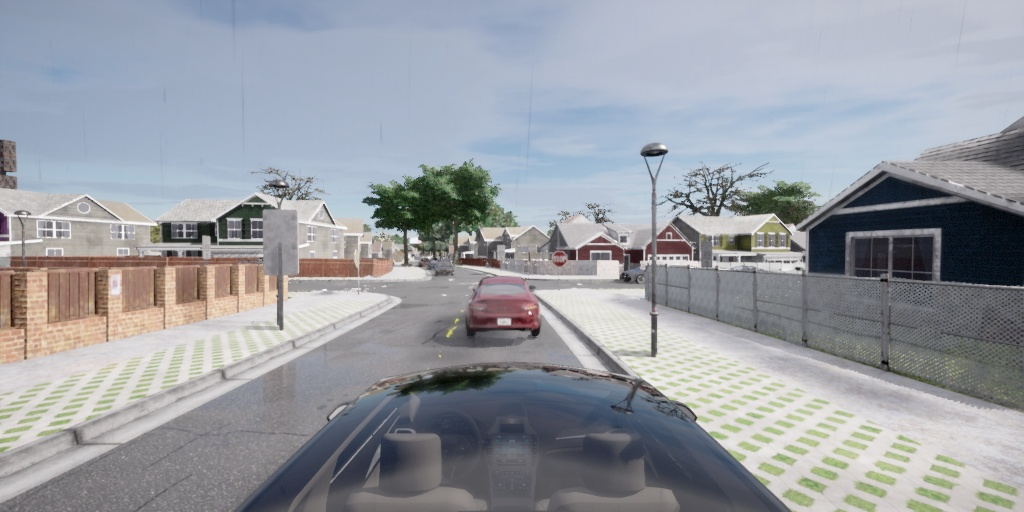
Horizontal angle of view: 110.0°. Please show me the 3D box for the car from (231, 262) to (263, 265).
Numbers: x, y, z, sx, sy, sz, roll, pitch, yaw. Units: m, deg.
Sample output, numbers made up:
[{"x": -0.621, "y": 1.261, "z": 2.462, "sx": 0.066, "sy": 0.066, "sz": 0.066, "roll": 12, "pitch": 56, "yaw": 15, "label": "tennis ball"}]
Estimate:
[{"x": -17.040, "y": 1.094, "z": 22.721, "sx": 4.892, "sy": 1.490, "sz": 1.837, "roll": 0, "pitch": 2, "yaw": -7, "label": "car"}]

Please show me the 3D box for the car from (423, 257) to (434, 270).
[{"x": -11.222, "y": 1.317, "z": 52.153, "sx": 2.033, "sy": 1.411, "sz": 5.357, "roll": 0, "pitch": 0, "yaw": -19, "label": "car"}]

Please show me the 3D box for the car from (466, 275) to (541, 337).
[{"x": -0.269, "y": 1.274, "z": 10.173, "sx": 1.812, "sy": 1.442, "sz": 4.674, "roll": 0, "pitch": 0, "yaw": -2, "label": "car"}]

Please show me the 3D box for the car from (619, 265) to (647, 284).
[{"x": 10.673, "y": 1.427, "z": 28.344, "sx": 4.181, "sy": 1.385, "sz": 1.994, "roll": 1, "pitch": 1, "yaw": -15, "label": "car"}]

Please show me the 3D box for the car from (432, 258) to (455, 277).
[{"x": -6.915, "y": 1.264, "z": 36.485, "sx": 1.837, "sy": 1.490, "sz": 4.892, "roll": 0, "pitch": 1, "yaw": -13, "label": "car"}]

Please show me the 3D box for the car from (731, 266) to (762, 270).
[{"x": 19.940, "y": 1.521, "z": 30.880, "sx": 4.181, "sy": 1.385, "sz": 1.994, "roll": 1, "pitch": 1, "yaw": -17, "label": "car"}]
